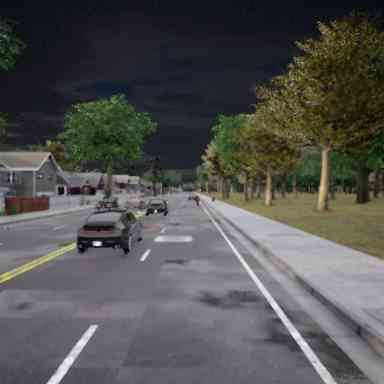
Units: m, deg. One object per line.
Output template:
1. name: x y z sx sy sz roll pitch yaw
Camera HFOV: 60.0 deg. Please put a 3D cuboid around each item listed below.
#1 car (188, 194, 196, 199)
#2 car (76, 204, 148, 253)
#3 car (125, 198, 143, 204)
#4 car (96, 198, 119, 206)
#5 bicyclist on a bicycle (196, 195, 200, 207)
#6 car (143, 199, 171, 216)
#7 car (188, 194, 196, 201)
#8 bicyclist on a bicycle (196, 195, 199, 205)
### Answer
1. car: 0.000 1.196 90.645 1.895 1.301 4.718 0 0 0
2. car: -3.151 1.466 13.502 1.837 1.490 4.892 0 0 0
3. car: -6.591 1.414 38.624 1.812 1.442 4.674 0 0 0
4. car: -9.837 1.451 39.002 1.994 1.385 4.181 0 0 0
5. bicyclist on a bicycle: 0.895 1.321 45.751 0.582 1.620 1.656 0 0 0
6. car: -3.148 1.415 31.292 1.837 1.490 4.892 0 0 0
7. car: 0.000 1.304 77.343 1.812 1.442 4.674 0 0 0
8. bicyclist on a bicycle: 0.895 1.295 54.755 0.582 1.620 1.656 0 0 0
